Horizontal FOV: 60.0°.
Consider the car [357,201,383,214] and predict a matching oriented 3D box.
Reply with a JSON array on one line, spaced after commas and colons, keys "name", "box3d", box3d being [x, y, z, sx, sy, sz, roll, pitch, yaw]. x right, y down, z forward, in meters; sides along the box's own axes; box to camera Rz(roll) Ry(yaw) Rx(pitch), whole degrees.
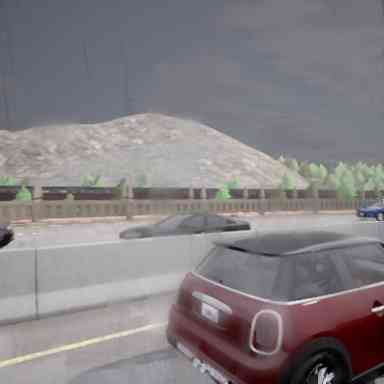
[{"name": "car", "box3d": [15.906, 1.519, 27.383, 5.008, 1.535, 1.882, 0, 0, -20]}]

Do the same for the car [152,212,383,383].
[{"name": "car", "box3d": [1.985, 1.353, 4.810, 4.553, 1.767, 2.097, 0, 0, -33]}]

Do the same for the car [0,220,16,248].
[{"name": "car", "box3d": [-8.441, 1.426, 10.681, 4.902, 1.511, 2.128, 0, 0, -35]}]

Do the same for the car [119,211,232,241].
[{"name": "car", "box3d": [-0.124, 1.455, 11.977, 5.008, 1.535, 1.882, 0, 0, -31]}]
